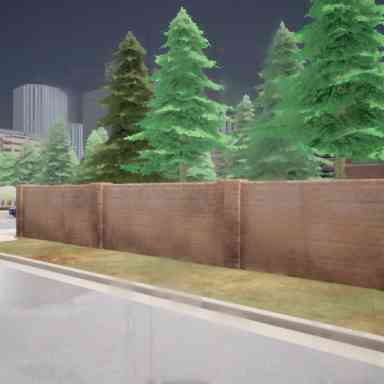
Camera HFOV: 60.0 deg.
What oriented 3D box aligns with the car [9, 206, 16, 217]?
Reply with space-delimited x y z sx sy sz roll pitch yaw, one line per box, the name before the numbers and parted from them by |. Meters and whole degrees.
car | -14.016 1.478 30.448 1.882 1.535 5.008 0 0 35
